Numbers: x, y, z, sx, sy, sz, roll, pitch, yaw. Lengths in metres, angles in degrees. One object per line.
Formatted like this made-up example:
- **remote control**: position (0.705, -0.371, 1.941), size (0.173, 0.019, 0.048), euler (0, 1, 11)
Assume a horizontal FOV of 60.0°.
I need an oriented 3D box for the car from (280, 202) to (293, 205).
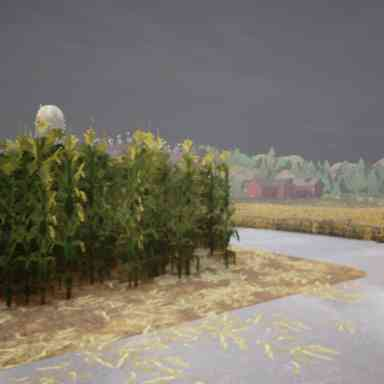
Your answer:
- **car**: position (21.725, 3.009, 75.526), size (1.895, 1.301, 4.718), euler (1, -1, -36)
